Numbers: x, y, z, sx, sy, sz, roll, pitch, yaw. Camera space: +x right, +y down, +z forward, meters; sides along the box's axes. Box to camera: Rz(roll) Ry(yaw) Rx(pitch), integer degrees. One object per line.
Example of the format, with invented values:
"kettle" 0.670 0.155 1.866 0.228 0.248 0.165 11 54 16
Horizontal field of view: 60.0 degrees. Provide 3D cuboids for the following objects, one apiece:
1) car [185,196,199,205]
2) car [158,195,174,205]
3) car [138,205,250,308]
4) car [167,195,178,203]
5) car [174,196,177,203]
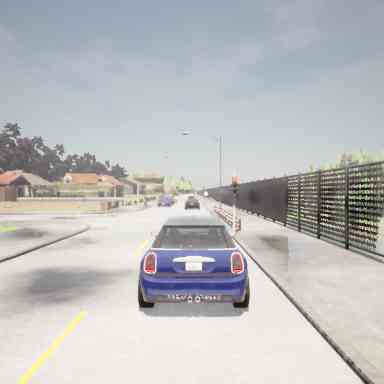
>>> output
"car" 0.004 1.564 46.102 1.994 1.385 4.181 0 0 0
"car" -4.182 1.526 50.933 1.812 1.442 4.674 0 0 0
"car" 0.038 1.352 8.078 2.097 1.767 4.553 0 0 0
"car" -4.133 1.478 70.964 1.882 1.535 5.008 0 0 0
"car" -4.183 1.547 60.701 2.033 1.411 5.357 0 0 0
